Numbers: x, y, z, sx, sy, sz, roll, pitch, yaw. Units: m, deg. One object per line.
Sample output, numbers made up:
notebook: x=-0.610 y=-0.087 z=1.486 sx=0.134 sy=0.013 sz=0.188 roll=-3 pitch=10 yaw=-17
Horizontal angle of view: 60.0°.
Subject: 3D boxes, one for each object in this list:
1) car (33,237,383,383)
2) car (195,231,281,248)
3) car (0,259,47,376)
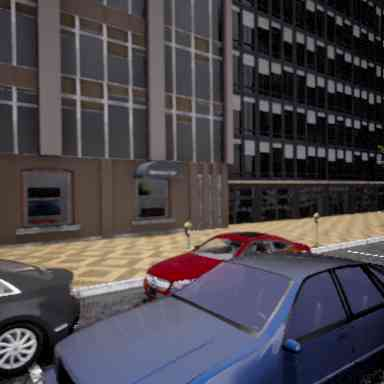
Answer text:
car: x=1.141 y=1.533 z=4.192 sx=5.357 sy=1.411 sz=2.033 roll=0 pitch=0 yaw=-35
car: x=0.994 y=1.559 z=7.275 sx=4.206 sy=1.307 sz=1.802 roll=0 pitch=0 yaw=-35
car: x=-3.635 y=1.555 z=3.978 sx=4.403 sy=1.369 sz=2.008 roll=0 pitch=0 yaw=-35
